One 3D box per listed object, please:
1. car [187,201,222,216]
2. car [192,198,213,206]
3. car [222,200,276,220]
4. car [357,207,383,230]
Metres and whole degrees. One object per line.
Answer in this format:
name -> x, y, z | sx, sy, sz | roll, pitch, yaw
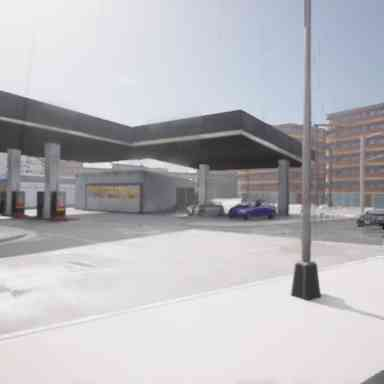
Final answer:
car -> 1.387, 1.679, 33.661 | 3.806, 1.475, 1.970 | 1, 0, -35
car -> 2.085, 1.966, 67.974 | 1.812, 1.442, 4.674 | 1, 0, -36
car -> 5.344, 1.526, 29.427 | 4.611, 1.667, 2.242 | 1, 0, -35
car -> 13.460, 1.790, 23.308 | 4.674, 1.442, 1.812 | 1, -1, -35
